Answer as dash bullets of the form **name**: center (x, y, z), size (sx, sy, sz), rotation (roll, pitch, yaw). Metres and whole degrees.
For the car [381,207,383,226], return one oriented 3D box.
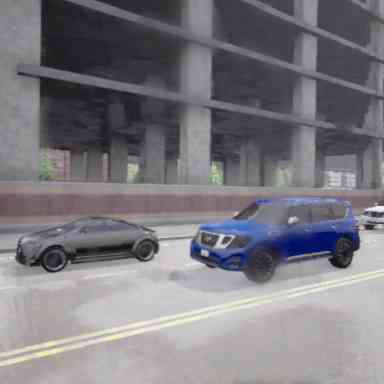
- **car**: center (11.064, 1.557, 15.222), size (5.008, 1.535, 1.882), rotation (1, 0, -32)

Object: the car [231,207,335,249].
- **car**: center (4.183, 1.501, 14.964), size (4.674, 1.442, 1.812), rotation (1, 0, -33)

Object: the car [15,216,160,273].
- **car**: center (-3.087, 1.454, 10.298), size (4.181, 1.385, 1.994), rotation (1, 0, -33)

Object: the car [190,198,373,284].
- **car**: center (2.656, 1.202, 9.821), size (5.566, 2.045, 2.150), rotation (1, 0, -33)

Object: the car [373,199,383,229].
- **car**: center (12.868, 1.299, 20.532), size (5.566, 2.045, 2.150), rotation (1, 0, -32)
